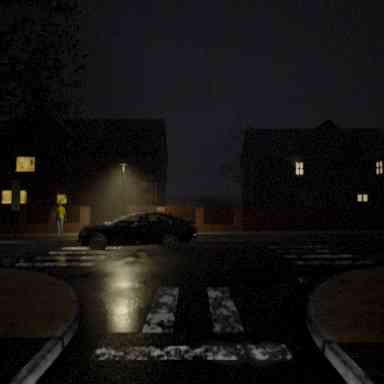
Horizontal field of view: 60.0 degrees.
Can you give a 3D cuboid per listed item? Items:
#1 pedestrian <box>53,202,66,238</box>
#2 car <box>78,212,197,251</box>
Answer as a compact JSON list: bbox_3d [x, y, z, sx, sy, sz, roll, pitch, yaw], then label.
[{"bbox_3d":[-6.734,1.381,16.964,0.375,1.860,0.375,0,-1,1],"label":"pedestrian"},{"bbox_3d":[-2.229,1.613,13.990,4.902,1.511,2.128,0,-1,1],"label":"car"}]
